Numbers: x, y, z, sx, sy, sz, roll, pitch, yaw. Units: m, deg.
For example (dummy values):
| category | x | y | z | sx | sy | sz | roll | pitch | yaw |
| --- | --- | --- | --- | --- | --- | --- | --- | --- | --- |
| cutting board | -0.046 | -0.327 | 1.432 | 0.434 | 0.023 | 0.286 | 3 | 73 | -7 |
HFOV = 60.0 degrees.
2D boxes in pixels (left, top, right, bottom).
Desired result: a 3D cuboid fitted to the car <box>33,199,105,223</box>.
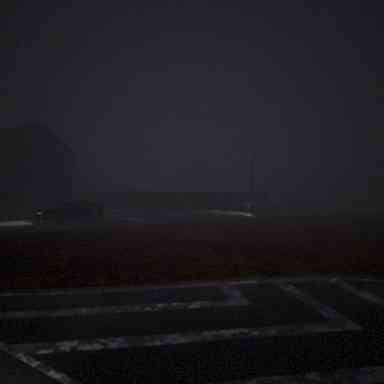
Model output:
| category | x | y | z | sx | sy | sz | roll | pitch | yaw |
| --- | --- | --- | --- | --- | --- | --- | --- | --- | --- |
| car | -8.808 | 1.321 | 24.059 | 4.892 | 1.490 | 1.837 | 0 | 0 | -38 |

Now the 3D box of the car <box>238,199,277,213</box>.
| category | x | y | z | sx | sy | sz | roll | pitch | yaw |
| --- | --- | --- | --- | --- | --- | --- | --- | --- | --- |
| car | 7.139 | 1.450 | 35.975 | 4.674 | 1.442 | 1.812 | 1 | 0 | -33 |

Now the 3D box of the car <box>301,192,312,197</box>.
| category | x | y | z | sx | sy | sz | roll | pitch | yaw |
| --- | --- | --- | --- | --- | --- | --- | --- | --- | --- |
| car | 29.949 | 1.485 | 86.884 | 2.242 | 1.667 | 4.611 | 0 | 0 | 35 |
